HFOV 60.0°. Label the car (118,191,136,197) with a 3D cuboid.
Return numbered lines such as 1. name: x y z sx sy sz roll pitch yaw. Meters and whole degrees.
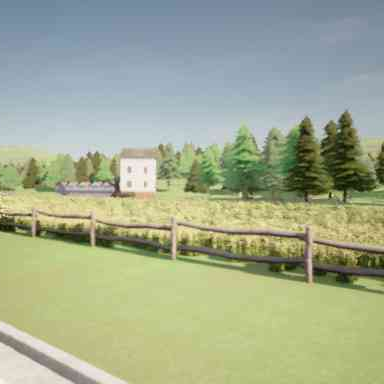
1. car: -15.150 0.635 76.860 4.605 1.855 1.932 1 0 35
